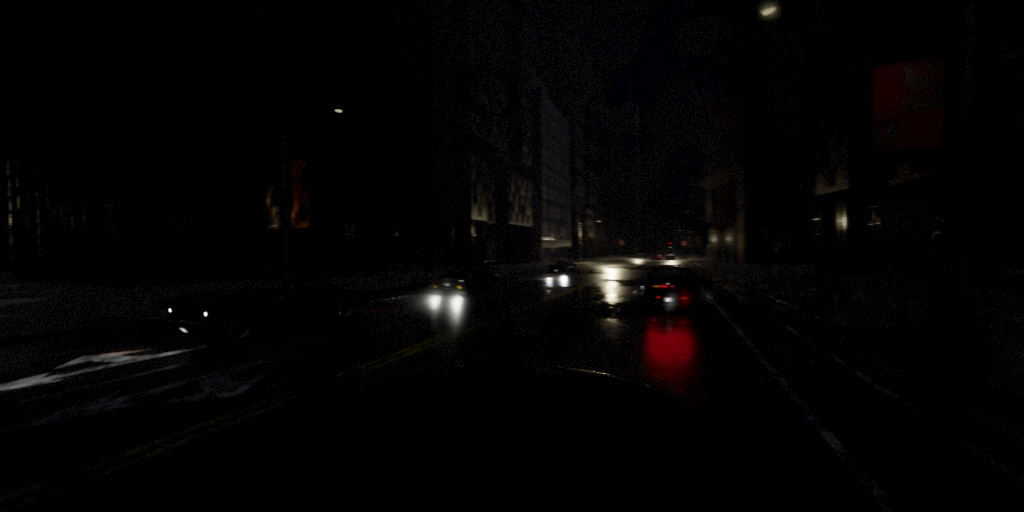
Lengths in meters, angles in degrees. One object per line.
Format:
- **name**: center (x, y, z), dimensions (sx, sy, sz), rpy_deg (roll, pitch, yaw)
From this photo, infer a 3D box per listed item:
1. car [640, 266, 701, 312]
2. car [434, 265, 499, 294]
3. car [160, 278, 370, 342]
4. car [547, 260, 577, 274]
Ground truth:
- **car**: center (6.021, 1.132, 13.739), dimensions (1.837, 1.490, 4.892), rpy_deg (0, 1, 24)
- **car**: center (-2.342, 1.184, 19.187), dimensions (1.994, 1.385, 4.181), rpy_deg (0, 1, 24)
- **car**: center (-6.410, 1.318, 9.994), dimensions (1.895, 1.301, 4.718), rpy_deg (0, 1, 24)
- **car**: center (5.057, 1.051, 35.785), dimensions (1.895, 1.301, 4.718), rpy_deg (0, 0, 24)
